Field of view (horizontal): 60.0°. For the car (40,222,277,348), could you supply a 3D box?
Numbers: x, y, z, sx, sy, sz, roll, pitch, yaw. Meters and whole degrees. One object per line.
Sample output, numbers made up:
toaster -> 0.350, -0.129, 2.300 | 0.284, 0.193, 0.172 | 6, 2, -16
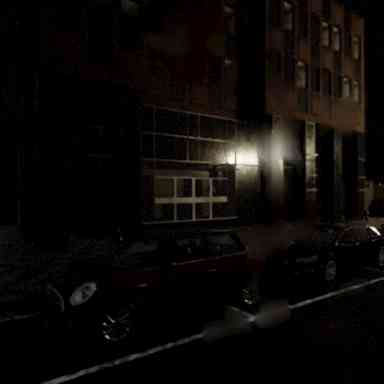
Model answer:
car -> -0.594, 1.438, 6.228 | 4.097, 1.590, 1.967 | 0, 0, -36

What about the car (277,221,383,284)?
car -> 3.967, 1.545, 9.481 | 4.403, 1.369, 2.008 | 0, 0, -36
